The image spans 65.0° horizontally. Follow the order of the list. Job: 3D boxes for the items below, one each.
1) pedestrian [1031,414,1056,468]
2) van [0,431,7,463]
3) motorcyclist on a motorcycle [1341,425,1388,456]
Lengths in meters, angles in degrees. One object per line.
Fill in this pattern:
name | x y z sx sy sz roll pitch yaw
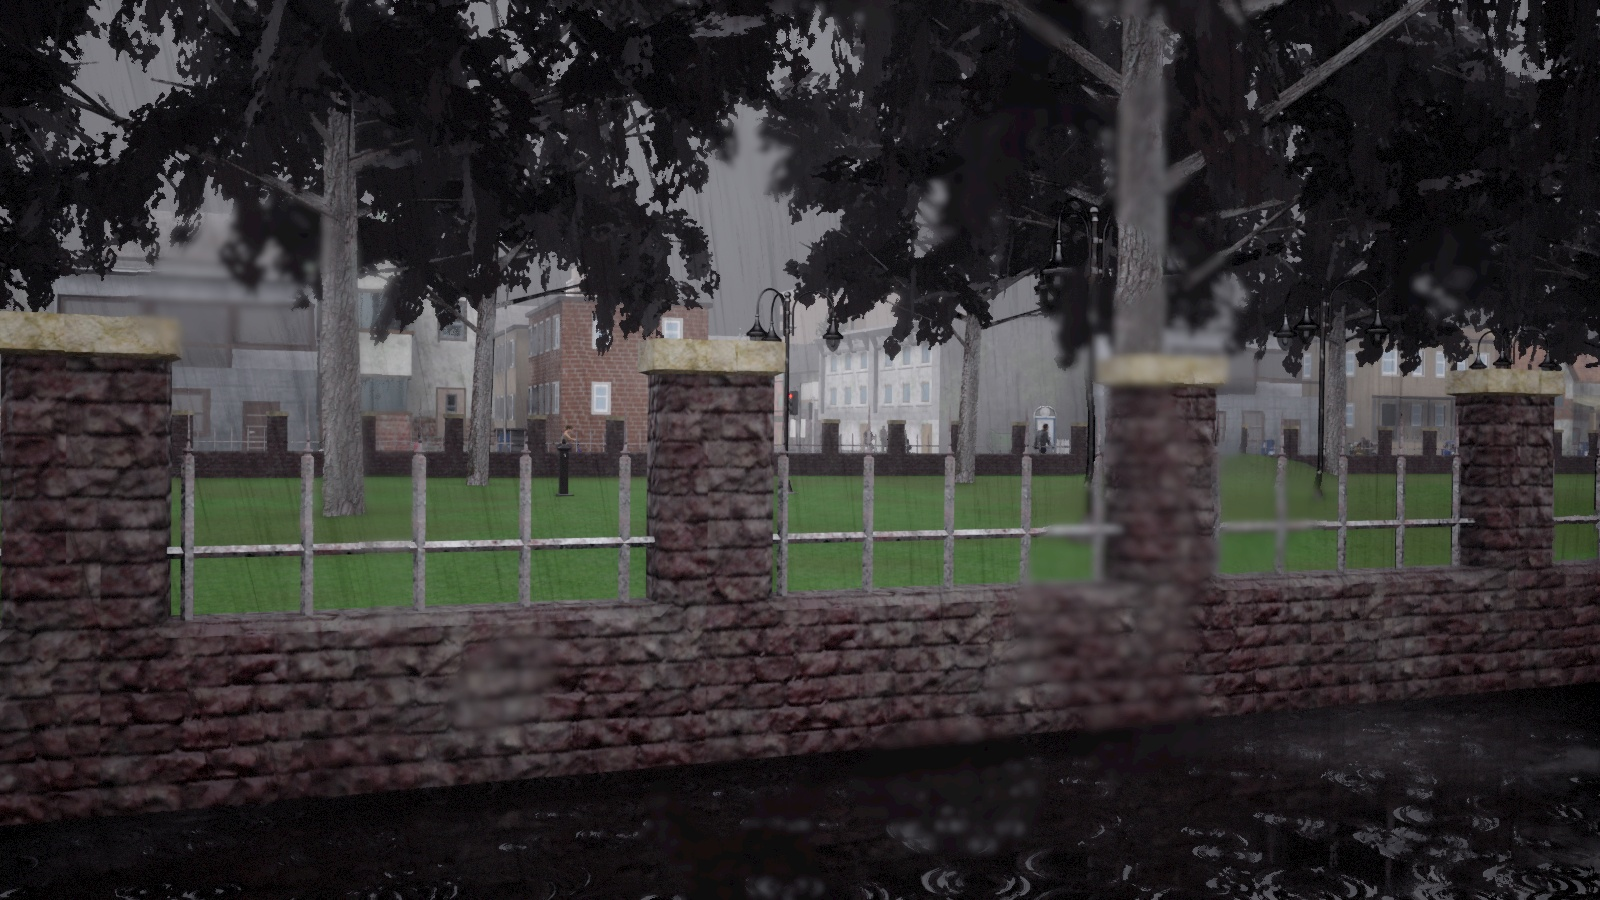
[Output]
pedestrian | 8.921 -0.337 45.992 0.788 1.949 0.423 -1 1 -21
van | -50.693 -0.167 77.829 1.775 1.987 4.442 -1 1 -21
motorcyclist on a motorcycle | 28.501 -0.507 63.443 2.191 1.530 0.866 -1 1 -21
